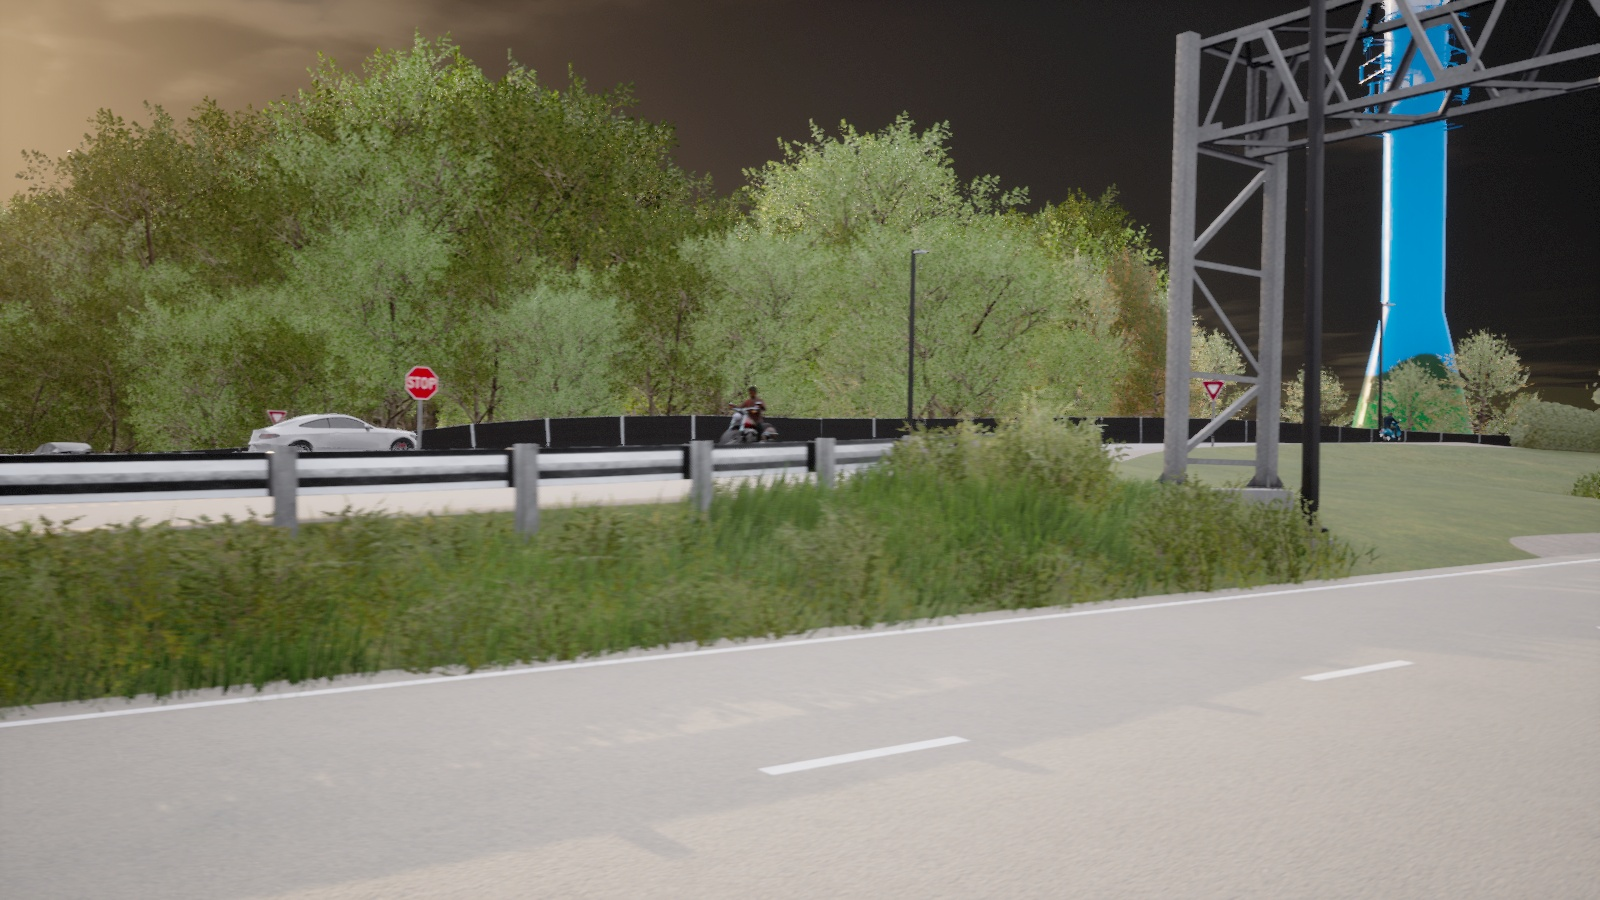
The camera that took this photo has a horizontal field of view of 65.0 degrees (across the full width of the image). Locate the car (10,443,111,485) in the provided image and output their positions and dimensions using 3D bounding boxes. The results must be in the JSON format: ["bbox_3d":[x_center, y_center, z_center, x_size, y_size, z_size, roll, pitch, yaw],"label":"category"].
[{"bbox_3d":[-29.484,0.590,50.033,4.792,1.488,2.163,-3,-3,42],"label":"car"}]

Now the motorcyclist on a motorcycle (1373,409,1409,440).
[{"bbox_3d":[30.655,-1.300,65.124,1.817,1.590,0.866,-1,0,-32],"label":"motorcyclist on a motorcycle"}]

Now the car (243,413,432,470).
[{"bbox_3d":[-13.134,-0.256,35.776,4.674,1.442,1.812,-3,1,-37],"label":"car"}]

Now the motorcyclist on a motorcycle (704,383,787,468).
[{"bbox_3d":[-1.082,-0.500,25.662,0.766,1.649,2.350,0,1,23],"label":"motorcyclist on a motorcycle"}]
